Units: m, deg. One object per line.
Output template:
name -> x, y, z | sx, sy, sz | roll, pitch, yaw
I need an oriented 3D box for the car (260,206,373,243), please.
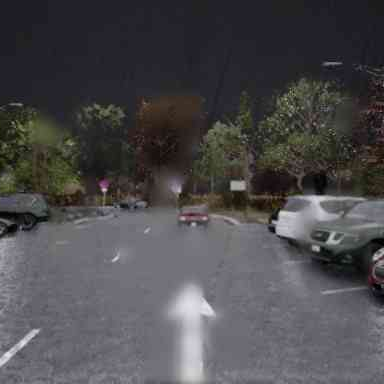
car -> 5.954, 1.455, 15.990 | 4.792, 1.488, 2.163 | 1, 0, -20

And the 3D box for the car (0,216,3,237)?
car -> -10.987, 1.185, 13.126 | 5.566, 2.045, 2.435 | -1, 0, -20

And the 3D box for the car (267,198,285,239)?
car -> 5.961, 1.186, 12.965 | 5.566, 2.045, 2.435 | 1, 0, -20

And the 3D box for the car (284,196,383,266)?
car -> 5.922, 1.197, 9.905 | 5.566, 2.045, 2.435 | 1, 1, -20

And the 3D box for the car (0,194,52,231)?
car -> -11.037, 1.163, 19.010 | 5.566, 2.045, 2.435 | -1, 1, -20

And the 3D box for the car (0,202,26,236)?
car -> -10.994, 1.454, 16.094 | 4.792, 1.488, 2.163 | -1, 0, -20

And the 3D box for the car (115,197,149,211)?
car -> -6.915, 1.365, 37.946 | 2.128, 1.511, 4.902 | 1, -1, -44

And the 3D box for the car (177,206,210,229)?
car -> 0.039, 1.520, 20.956 | 1.895, 1.301, 4.718 | 0, 0, -1

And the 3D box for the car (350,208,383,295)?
car -> 5.976, 1.335, 6.908 | 4.553, 1.767, 2.185 | 1, 0, -20
